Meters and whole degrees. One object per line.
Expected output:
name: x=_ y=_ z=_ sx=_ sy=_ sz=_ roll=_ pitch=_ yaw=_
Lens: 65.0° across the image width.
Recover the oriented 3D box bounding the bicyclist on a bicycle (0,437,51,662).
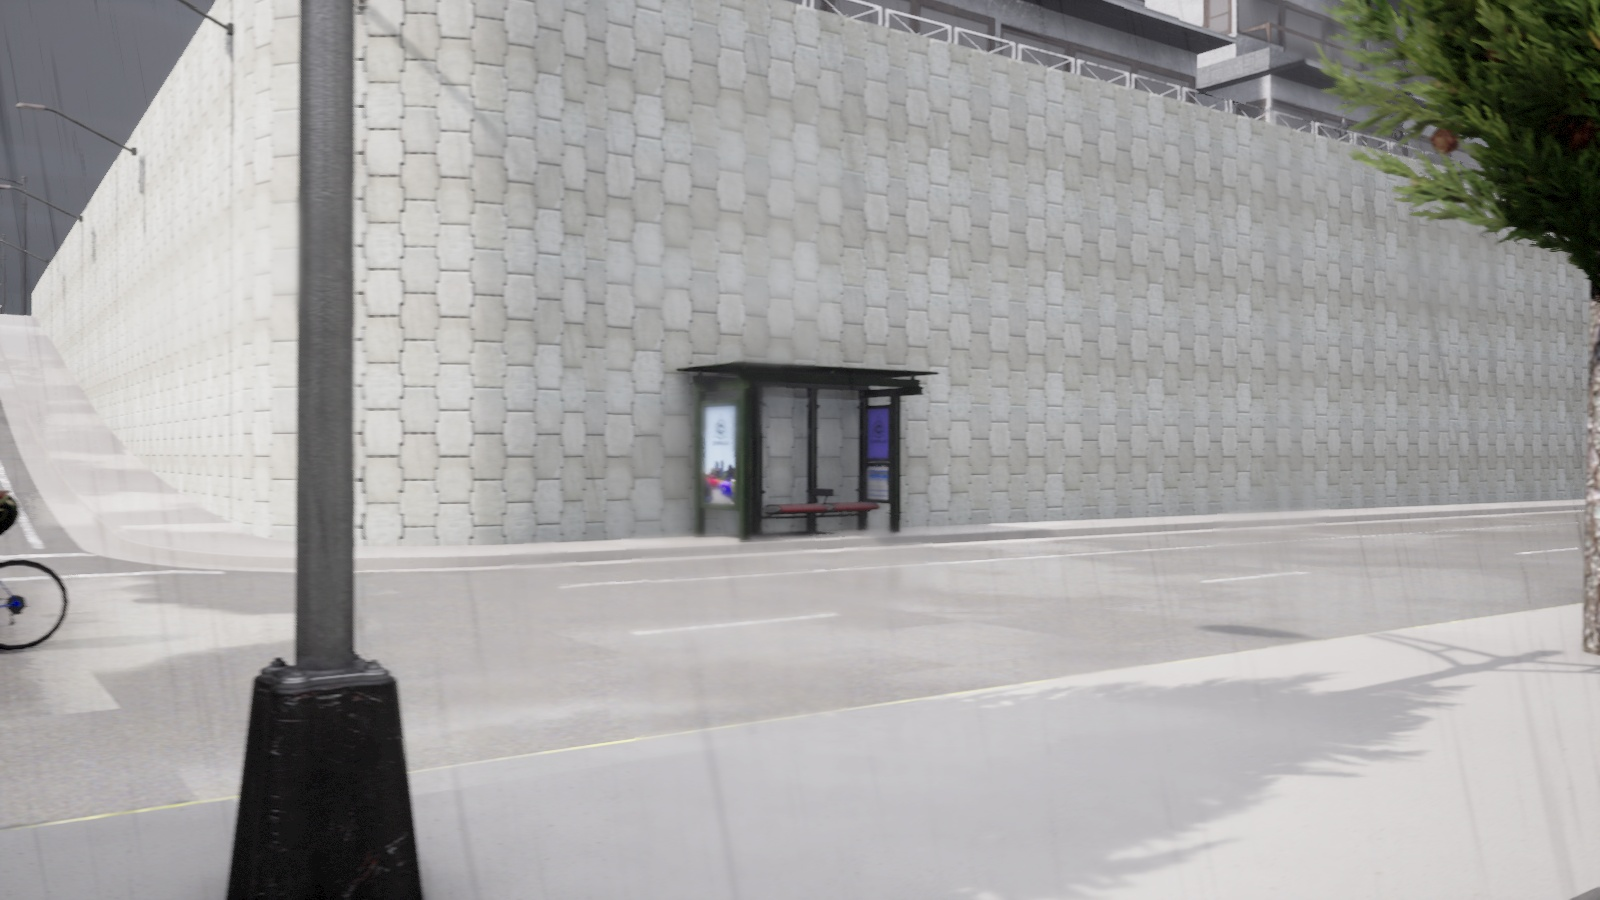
bicyclist on a bicycle: x=-6.353 y=0.719 z=8.984 sx=1.656 sy=1.620 sz=0.582 roll=0 pitch=0 yaw=-35
